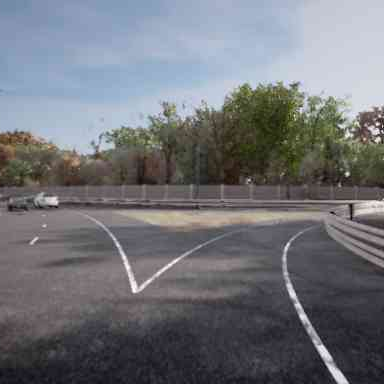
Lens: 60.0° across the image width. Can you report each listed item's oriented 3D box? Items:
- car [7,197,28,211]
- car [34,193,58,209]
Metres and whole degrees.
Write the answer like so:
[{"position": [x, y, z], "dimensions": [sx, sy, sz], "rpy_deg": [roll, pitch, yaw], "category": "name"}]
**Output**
[{"position": [-20.352, 1.371, 38.737], "dimensions": [2.128, 1.511, 4.902], "rpy_deg": [1, 0, -32], "category": "car"}, {"position": [-19.025, 1.112, 43.231], "dimensions": [2.150, 2.045, 5.566], "rpy_deg": [1, 0, -34], "category": "car"}]
